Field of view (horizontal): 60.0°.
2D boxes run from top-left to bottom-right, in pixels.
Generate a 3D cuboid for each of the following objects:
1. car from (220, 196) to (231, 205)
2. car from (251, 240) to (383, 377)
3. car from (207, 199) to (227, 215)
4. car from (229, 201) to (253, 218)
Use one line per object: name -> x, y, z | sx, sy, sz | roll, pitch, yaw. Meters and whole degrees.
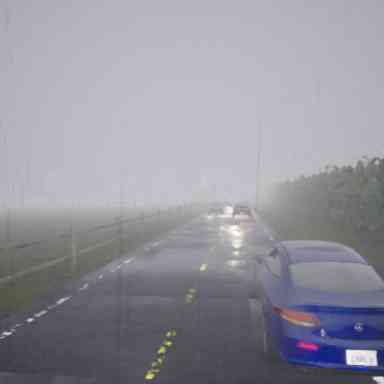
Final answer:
car -> 6.467, 1.828, 64.654 | 2.150, 2.045, 5.566 | -1, -1, 8
car -> 2.049, 1.552, 5.693 | 1.812, 1.442, 4.674 | -1, -1, 8
car -> 2.864, 1.893, 39.341 | 1.837, 1.490, 4.892 | -1, -1, 8
car -> 5.034, 1.787, 33.680 | 1.837, 1.490, 4.892 | -1, -1, 8
